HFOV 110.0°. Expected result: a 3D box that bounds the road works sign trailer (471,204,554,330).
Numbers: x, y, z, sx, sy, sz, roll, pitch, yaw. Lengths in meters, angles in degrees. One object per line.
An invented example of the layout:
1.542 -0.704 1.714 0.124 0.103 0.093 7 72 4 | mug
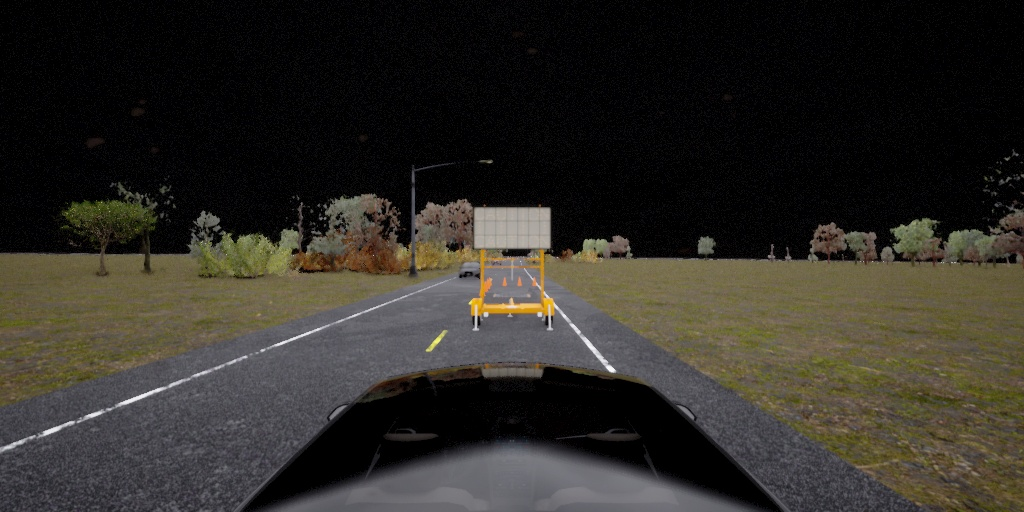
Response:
0.007 0.215 11.055 2.380 3.560 2.880 0 0 -1 | road works sign trailer

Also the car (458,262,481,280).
-3.566 1.260 31.908 1.837 1.490 4.892 0 0 0 | car
